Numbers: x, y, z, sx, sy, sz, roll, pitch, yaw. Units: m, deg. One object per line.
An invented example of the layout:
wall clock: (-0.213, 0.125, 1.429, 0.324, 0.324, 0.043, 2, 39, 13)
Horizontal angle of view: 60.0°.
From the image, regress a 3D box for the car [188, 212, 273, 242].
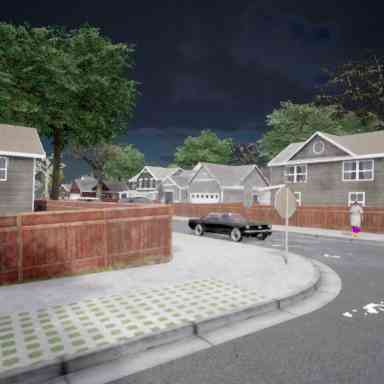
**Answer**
car: (1.863, 1.717, 17.101, 1.895, 1.301, 4.718, 2, -2, -35)

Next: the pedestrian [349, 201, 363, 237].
pedestrian: (8.669, 1.411, 17.618, 0.375, 1.860, 0.375, 1, -1, -35)

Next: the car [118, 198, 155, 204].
car: (-4.042, 1.464, 25.498, 2.150, 2.045, 5.566, 2, -2, -36)

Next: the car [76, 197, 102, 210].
car: (-10.376, 1.578, 34.131, 2.150, 2.045, 5.566, 2, -2, -37)

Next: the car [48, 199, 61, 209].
car: (-19.403, 1.837, 45.934, 2.097, 1.767, 4.553, 2, -2, -39)
